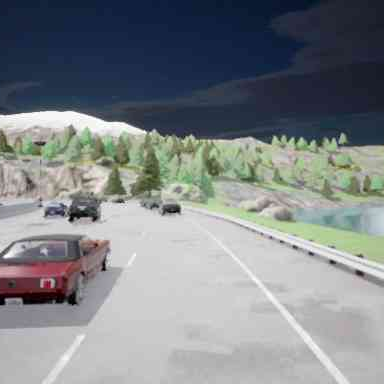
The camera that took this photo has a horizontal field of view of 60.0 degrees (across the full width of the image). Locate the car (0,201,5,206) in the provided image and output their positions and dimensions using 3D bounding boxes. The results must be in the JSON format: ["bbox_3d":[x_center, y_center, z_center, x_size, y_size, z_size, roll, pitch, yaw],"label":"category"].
[{"bbox_3d":[-30.118,2.113,51.083,2.033,1.411,5.357,-1,0,-20],"label":"car"}]

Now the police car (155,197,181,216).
[{"bbox_3d":[-2.370,1.519,34.486,1.930,1.638,5.238,-1,0,-12],"label":"police car"}]

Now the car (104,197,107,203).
[{"bbox_3d":[-23.042,1.931,84.743,2.128,1.511,4.902,-1,0,-31],"label":"car"}]

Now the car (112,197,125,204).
[{"bbox_3d":[-15.760,1.839,71.025,1.837,1.490,4.892,-1,0,-26],"label":"car"}]

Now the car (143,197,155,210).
[{"bbox_3d":[-4.979,1.504,45.171,2.097,1.767,4.553,-1,0,-16],"label":"car"}]

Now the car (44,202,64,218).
[{"bbox_3d":[-13.945,1.805,34.214,1.812,1.442,4.674,0,0,-13],"label":"car"}]

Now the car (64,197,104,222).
[{"bbox_3d":[-9.036,1.413,28.349,2.150,2.045,5.566,0,0,-11],"label":"car"}]

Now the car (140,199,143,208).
[{"bbox_3d":[-6.916,1.700,51.598,1.837,1.490,4.892,-1,0,-18],"label":"car"}]

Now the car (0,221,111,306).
[{"bbox_3d":[-3.273,1.667,8.106,1.895,1.301,4.718,-1,0,-3],"label":"car"}]
